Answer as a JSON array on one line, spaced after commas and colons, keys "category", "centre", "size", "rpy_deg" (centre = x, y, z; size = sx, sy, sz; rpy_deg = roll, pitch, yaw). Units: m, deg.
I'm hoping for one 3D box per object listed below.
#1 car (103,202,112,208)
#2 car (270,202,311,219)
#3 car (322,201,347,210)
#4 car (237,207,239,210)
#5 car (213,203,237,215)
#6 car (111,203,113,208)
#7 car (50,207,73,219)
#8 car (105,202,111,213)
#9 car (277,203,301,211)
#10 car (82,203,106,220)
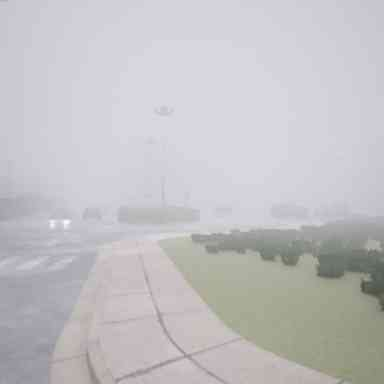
[{"category": "car", "centre": [-19.586, 2.976, 77.592], "size": [1.812, 1.442, 4.674], "rpy_deg": [0, -1, -12]}, {"category": "car", "centre": [11.456, 2.147, 39.029], "size": [4.605, 1.855, 1.932], "rpy_deg": [0, -1, -12]}, {"category": "car", "centre": [22.252, 2.415, 51.791], "size": [3.866, 1.878, 1.905], "rpy_deg": [0, -1, -12]}, {"category": "car", "centre": [6.522, 2.780, 60.953], "size": [3.905, 1.438, 1.784], "rpy_deg": [0, -1, -12]}, {"category": "car", "centre": [4.410, 2.508, 48.017], "size": [1.837, 1.490, 4.892], "rpy_deg": [0, -1, -12]}, {"category": "car", "centre": [-17.461, 2.885, 67.451], "size": [2.033, 1.411, 5.357], "rpy_deg": [0, -1, -12]}, {"category": "car", "centre": [-15.116, 2.396, 38.776], "size": [1.895, 1.301, 4.718], "rpy_deg": [0, -1, -12]}, {"category": "car", "centre": [-14.322, 2.636, 52.846], "size": [1.994, 1.385, 4.181], "rpy_deg": [0, -1, -12]}, {"category": "car", "centre": [18.843, 2.858, 64.841], "size": [4.193, 1.474, 1.816], "rpy_deg": [0, -1, -12]}, {"category": "car", "centre": [-11.123, 2.264, 37.286], "size": [2.128, 1.511, 4.902], "rpy_deg": [0, -1, -12]}]
